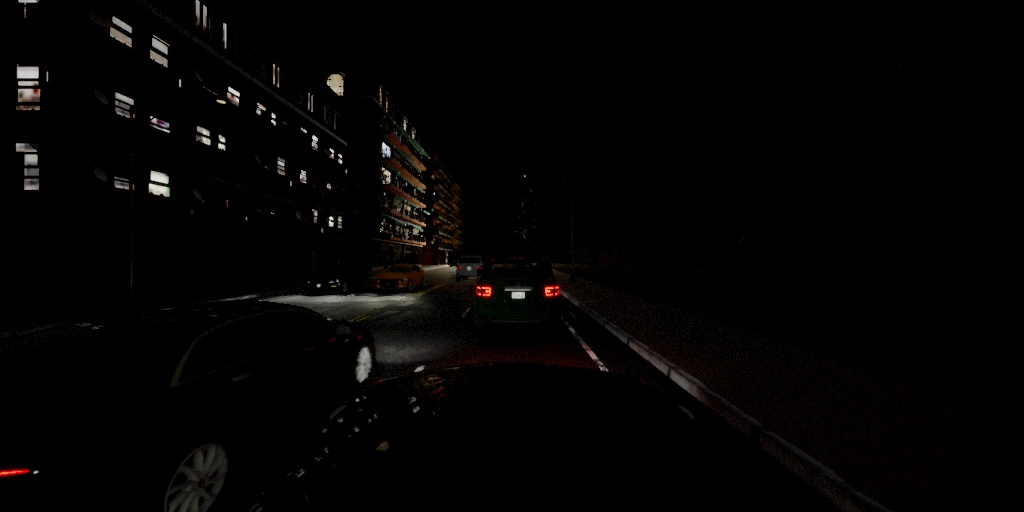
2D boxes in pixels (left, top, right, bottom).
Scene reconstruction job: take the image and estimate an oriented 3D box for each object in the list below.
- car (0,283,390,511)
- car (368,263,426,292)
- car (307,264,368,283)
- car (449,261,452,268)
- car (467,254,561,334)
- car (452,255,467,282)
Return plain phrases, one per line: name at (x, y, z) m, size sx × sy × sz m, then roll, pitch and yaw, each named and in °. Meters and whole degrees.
car at (-3.153, 1.254, 3.975) m, size 1.837 × 1.490 × 4.892 m, roll 0°, pitch 0°, yaw 0°
car at (-6.600, 1.231, 21.603) m, size 1.882 × 1.535 × 5.008 m, roll 0°, pitch 0°, yaw 0°
car at (-9.852, 1.258, 20.697) m, size 1.837 × 1.490 × 4.892 m, roll 0°, pitch 0°, yaw 0°
car at (-9.810, 1.257, 63.150) m, size 1.837 × 1.490 × 4.892 m, roll 0°, pitch 0°, yaw 0°
car at (0.102, 0.973, 10.721) m, size 2.150 × 2.045 × 5.566 m, roll 0°, pitch 0°, yaw -1°
car at (-3.151, 0.975, 29.039) m, size 2.150 × 2.045 × 5.566 m, roll 0°, pitch 0°, yaw 0°
